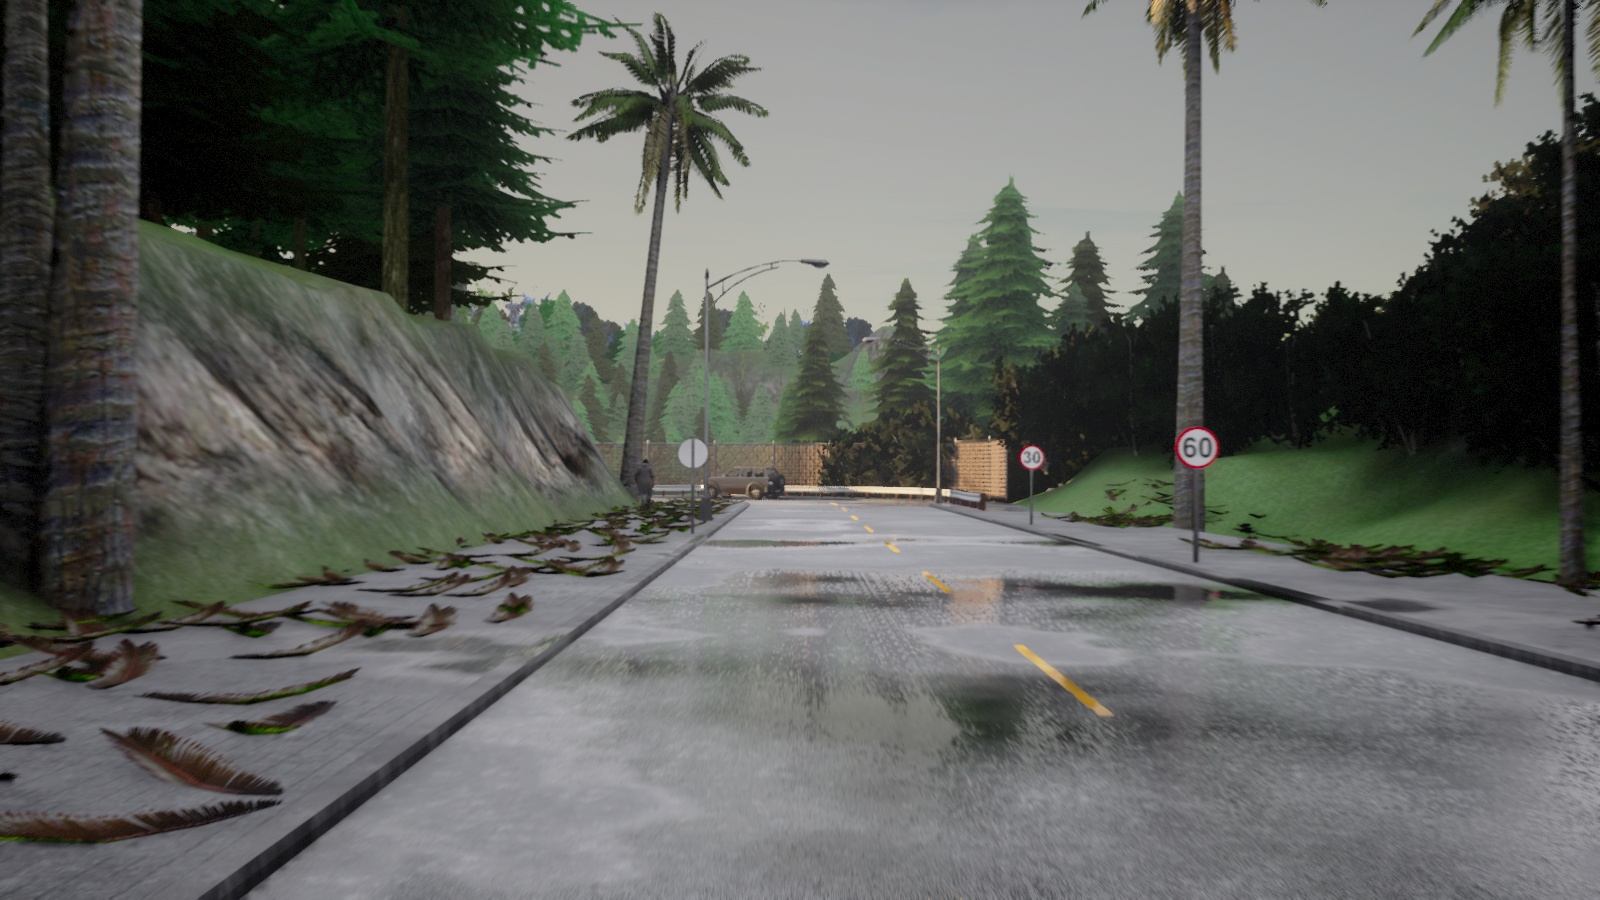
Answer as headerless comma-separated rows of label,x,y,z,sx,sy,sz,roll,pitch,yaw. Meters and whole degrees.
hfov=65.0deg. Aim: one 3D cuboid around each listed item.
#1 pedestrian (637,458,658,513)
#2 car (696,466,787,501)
pedestrian,-5.437,1.258,44.758,0.659,1.952,0.873,0,-1,0
car,-3.216,1.824,68.590,4.605,1.855,1.932,-1,-2,27
